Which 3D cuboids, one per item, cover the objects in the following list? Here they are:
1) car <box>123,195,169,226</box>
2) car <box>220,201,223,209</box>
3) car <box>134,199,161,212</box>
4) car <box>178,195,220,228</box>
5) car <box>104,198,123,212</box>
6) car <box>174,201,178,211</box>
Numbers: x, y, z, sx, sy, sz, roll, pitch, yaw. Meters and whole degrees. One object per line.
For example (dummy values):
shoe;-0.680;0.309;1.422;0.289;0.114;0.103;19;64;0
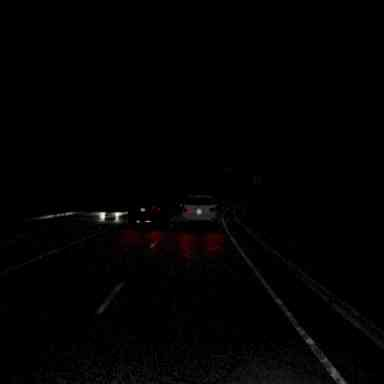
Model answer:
car;-2.887;1.195;23.096;2.150;2.045;5.566;0;0;3
car;2.766;1.506;41.661;2.033;1.411;5.357;0;0;10
car;-5.083;1.523;38.232;1.994;1.385;4.181;0;0;8
car;0.562;1.198;22.035;2.150;2.045;5.566;0;0;3
car;-8.552;1.433;38.701;1.882;1.535;5.008;0;0;8
car;-0.897;1.519;40.740;1.994;1.385;4.181;0;0;10
